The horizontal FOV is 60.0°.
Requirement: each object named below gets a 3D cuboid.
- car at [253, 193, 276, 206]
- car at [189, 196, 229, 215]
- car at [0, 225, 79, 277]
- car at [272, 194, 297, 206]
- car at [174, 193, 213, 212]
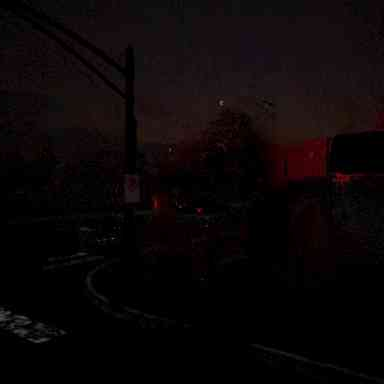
[{"bbox_3d":[11.588,1.151,51.849,2.150,2.045,5.566,0,0,36],"label":"car"},{"bbox_3d":[2.056,1.479,33.319,1.812,1.442,4.674,0,1,36],"label":"car"},{"bbox_3d":[-5.635,1.701,10.674,1.895,1.301,4.718,0,0,13],"label":"car"},{"bbox_3d":[14.182,1.406,49.893,1.994,1.385,4.181,0,0,36],"label":"car"},{"bbox_3d":[0.413,1.153,36.590,2.150,2.045,5.566,0,1,36],"label":"car"}]
